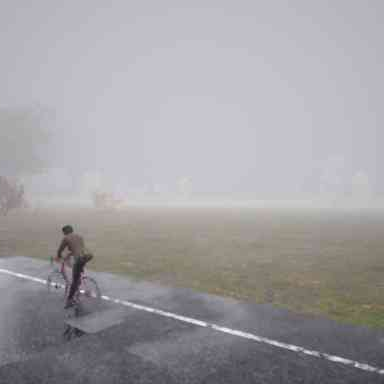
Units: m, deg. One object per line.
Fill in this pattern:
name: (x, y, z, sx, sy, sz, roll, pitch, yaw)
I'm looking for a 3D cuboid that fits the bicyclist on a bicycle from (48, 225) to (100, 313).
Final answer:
bicyclist on a bicycle: (-2.372, 1.486, 6.580, 1.656, 1.620, 0.582, 0, -1, 34)
